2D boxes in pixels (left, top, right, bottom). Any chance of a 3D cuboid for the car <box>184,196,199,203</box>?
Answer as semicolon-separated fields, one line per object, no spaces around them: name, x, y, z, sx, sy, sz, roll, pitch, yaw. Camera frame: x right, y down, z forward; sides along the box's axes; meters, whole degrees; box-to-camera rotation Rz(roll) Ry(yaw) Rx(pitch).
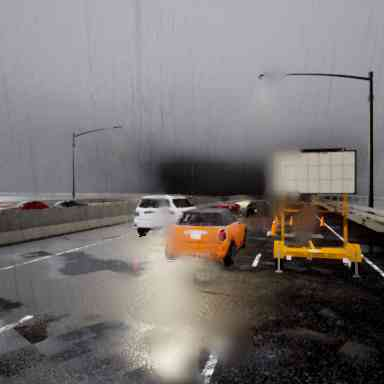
car;-0.133;1.603;71.004;1.895;1.301;4.718;0;0;17

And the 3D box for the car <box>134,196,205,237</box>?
car;-1.188;1.223;18.062;2.150;2.045;5.566;0;0;16

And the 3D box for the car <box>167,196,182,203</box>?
car;-3.711;1.533;71.280;1.812;1.442;4.674;0;0;17

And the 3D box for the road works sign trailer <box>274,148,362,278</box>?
road works sign trailer;3.785;0.468;10.399;2.380;3.560;2.880;0;0;16

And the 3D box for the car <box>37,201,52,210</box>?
car;-12.050;1.532;31.588;1.812;1.442;4.674;0;0;16

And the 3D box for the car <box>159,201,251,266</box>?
car;0.702;1.354;11.953;2.097;1.767;4.553;0;0;16

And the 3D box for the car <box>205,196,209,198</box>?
car;2.555;1.566;67.862;1.994;1.385;4.181;0;0;17

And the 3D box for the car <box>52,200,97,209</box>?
car;-9.343;1.607;28.370;1.895;1.301;4.718;0;0;16

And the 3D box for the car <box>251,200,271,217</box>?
car;6.281;1.485;31.211;1.882;1.535;5.008;0;0;16

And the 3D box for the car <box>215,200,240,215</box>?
car;3.859;1.609;35.375;1.895;1.301;4.718;0;0;16

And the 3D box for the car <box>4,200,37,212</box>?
car;-15.628;1.532;31.819;1.812;1.442;4.674;0;0;16
